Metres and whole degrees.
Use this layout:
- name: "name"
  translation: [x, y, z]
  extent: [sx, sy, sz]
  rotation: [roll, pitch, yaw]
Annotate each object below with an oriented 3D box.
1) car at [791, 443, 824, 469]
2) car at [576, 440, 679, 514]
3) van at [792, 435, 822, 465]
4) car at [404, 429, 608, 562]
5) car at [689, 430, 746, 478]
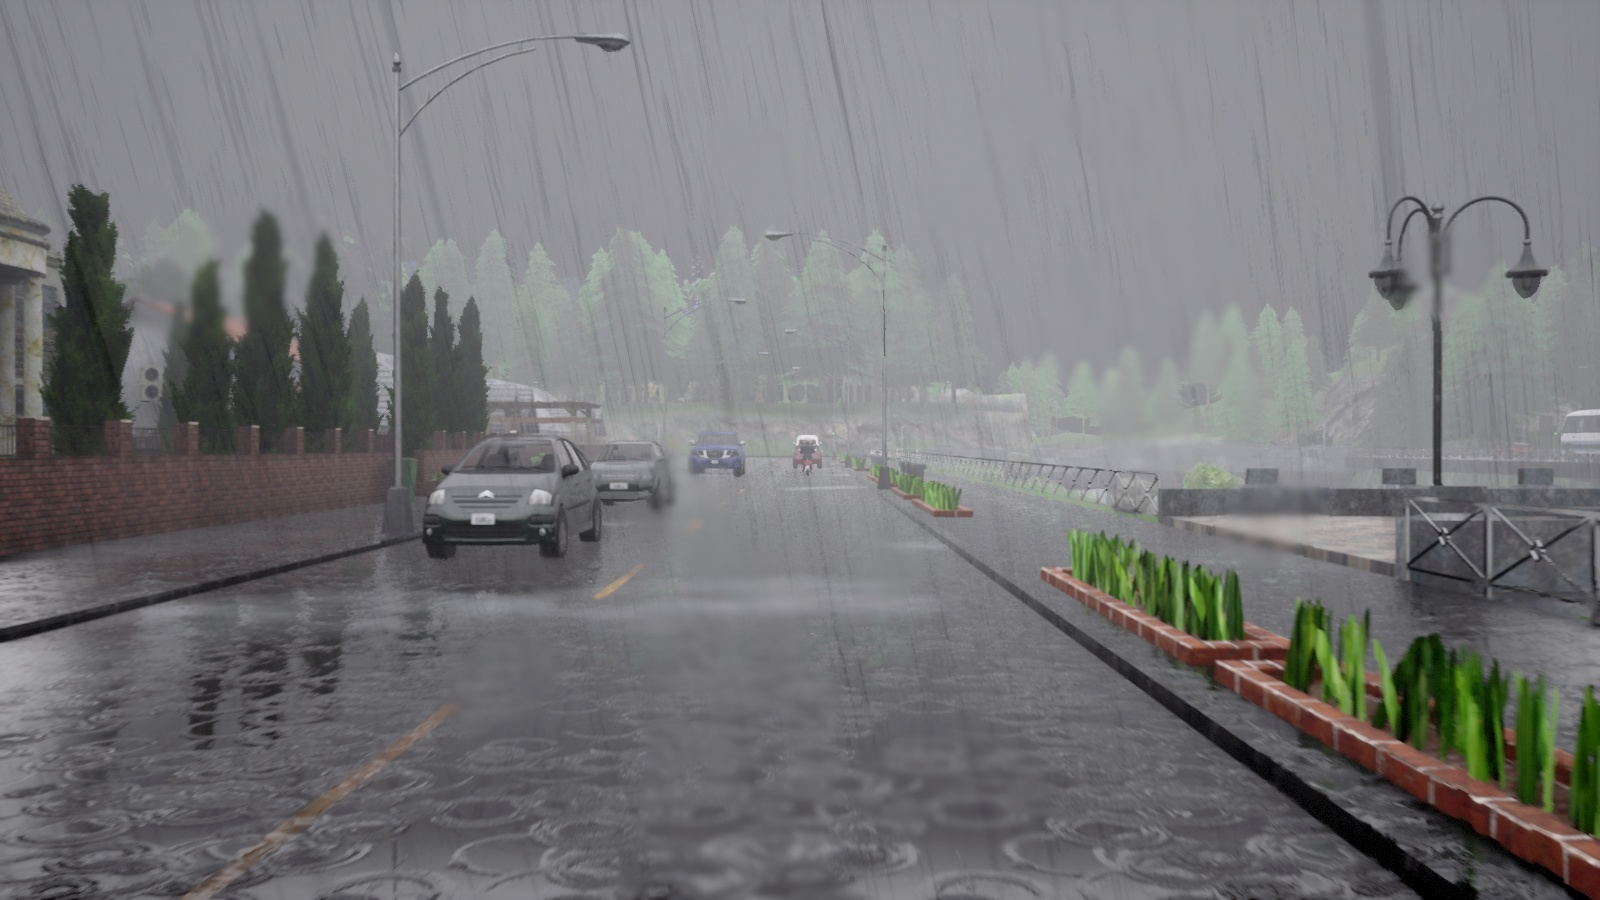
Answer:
- name: "car"
  translation: [0.437, 0.348, 73.291]
  extent: [1.845, 1.501, 3.633]
  rotation: [0, 0, 0]
- name: "car"
  translation: [-3.822, 0.562, 28.332]
  extent: [1.789, 1.549, 3.705]
  rotation: [0, 0, 0]
- name: "van"
  translation: [0.527, -0.030, 88.867]
  extent: [2.069, 2.038, 4.480]
  rotation: [0, 0, 0]
- name: "car"
  translation: [-3.886, 0.544, 17.287]
  extent: [1.851, 1.617, 3.988]
  rotation: [0, 0, 0]
- name: "car"
  translation: [-3.659, 0.143, 56.667]
  extent: [2.150, 2.045, 5.566]
  rotation: [0, 0, 0]
